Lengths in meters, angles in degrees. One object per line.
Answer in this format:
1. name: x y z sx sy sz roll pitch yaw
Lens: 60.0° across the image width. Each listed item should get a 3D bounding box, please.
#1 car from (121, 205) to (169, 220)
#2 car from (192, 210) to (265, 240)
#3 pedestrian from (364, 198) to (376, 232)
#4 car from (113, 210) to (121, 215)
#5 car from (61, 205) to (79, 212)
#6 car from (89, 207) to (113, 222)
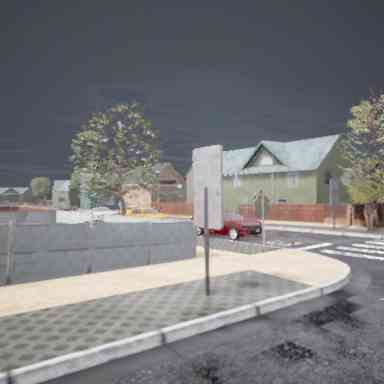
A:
1. car: -3.708 2.028 27.226 1.882 1.535 5.008 -1 -1 -36
2. car: 1.962 1.797 19.284 1.882 1.535 5.008 -1 -1 -36
3. pedestrian: 9.795 1.245 18.398 0.375 1.860 0.375 -3 2 -36
4. car: -6.407 2.190 36.069 1.882 1.535 5.008 -1 -1 -36
5. car: -20.728 2.898 56.115 1.895 1.301 4.718 -1 -1 -35
6. car: -9.608 2.317 35.485 1.812 1.442 4.674 -1 -1 -36
